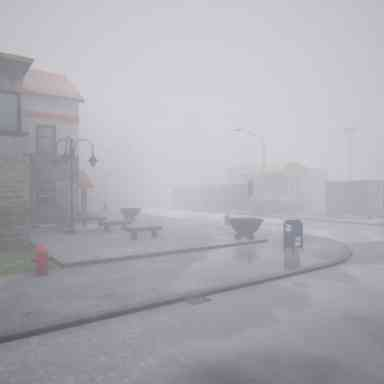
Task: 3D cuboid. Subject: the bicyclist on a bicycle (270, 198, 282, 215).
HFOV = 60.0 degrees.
[{"bbox_3d":[8.081,1.359,32.032,1.656,1.620,0.582,0,0,-35],"label":"bicyclist on a bicycle"}]
